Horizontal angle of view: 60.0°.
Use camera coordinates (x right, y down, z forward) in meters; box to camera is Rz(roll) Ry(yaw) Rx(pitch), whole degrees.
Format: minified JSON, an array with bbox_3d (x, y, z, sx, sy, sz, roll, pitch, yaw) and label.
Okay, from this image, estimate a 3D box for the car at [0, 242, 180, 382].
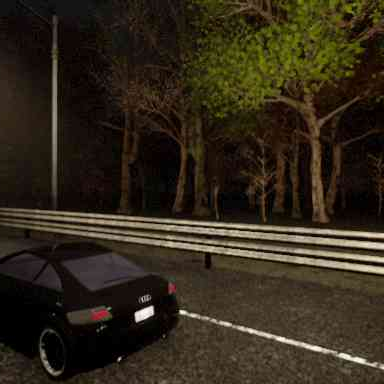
[{"bbox_3d":[-2.245,1.541,5.491,4.181,1.385,1.994,0,0,36],"label":"car"}]
